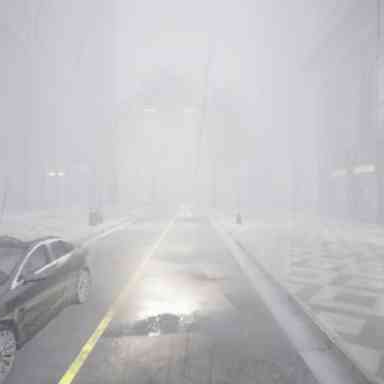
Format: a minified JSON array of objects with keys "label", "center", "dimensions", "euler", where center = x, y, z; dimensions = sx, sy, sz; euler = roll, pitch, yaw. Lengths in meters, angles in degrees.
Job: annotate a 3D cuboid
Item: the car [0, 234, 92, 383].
[{"label":"car","center":[-3.067,1.495,5.268],"dimensions":[2.128,1.511,4.902],"euler":[0,0,0]}]
